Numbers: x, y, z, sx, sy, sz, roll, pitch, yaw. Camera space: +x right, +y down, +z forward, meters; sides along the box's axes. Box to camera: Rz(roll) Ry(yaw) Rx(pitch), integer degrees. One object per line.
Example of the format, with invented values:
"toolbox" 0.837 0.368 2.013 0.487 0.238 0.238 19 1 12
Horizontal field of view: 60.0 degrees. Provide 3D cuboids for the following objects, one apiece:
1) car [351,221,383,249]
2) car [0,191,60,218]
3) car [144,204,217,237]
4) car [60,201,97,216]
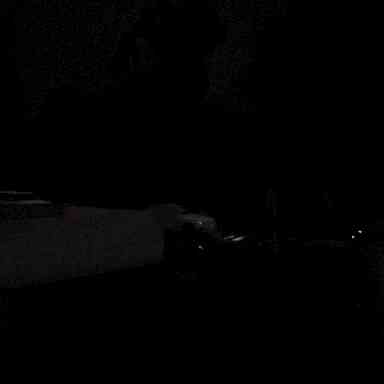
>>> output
"car" 9.298 1.509 13.124 5.357 1.411 2.033 0 1 17
"car" -12.590 0.969 24.389 5.566 2.045 2.150 1 1 32
"car" -0.993 1.389 17.253 4.674 1.442 1.812 1 1 32
"car" -9.704 1.333 25.986 4.718 1.301 1.895 0 1 31
